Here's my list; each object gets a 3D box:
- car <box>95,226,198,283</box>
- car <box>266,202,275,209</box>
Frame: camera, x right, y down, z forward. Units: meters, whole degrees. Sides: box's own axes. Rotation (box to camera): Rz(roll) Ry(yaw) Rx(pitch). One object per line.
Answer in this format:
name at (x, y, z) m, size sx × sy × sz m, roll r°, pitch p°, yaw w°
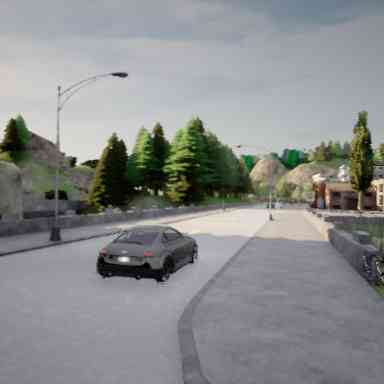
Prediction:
car at (-1.187, 1.740, 10.405) m, size 1.994 × 1.385 × 4.181 m, roll 1°, pitch -1°, yaw 16°
car at (18.402, 3.181, 78.110) m, size 1.837 × 1.490 × 4.892 m, roll 1°, pitch -1°, yaw 16°
